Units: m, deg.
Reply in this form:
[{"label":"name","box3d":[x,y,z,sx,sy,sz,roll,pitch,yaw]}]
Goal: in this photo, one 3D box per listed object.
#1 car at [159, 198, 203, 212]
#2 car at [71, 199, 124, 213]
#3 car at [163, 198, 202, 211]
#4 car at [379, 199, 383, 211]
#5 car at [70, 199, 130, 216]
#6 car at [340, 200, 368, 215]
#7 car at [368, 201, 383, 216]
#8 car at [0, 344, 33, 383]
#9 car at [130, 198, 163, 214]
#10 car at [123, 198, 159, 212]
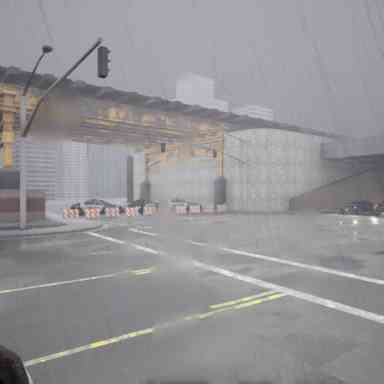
[{"label":"car","box3d":[-1.351,1.453,38.536,4.974,1.542,2.038,0,0,-7]},{"label":"car","box3d":[-9.046,1.295,32.085,4.536,1.218,1.853,0,0,8]},{"label":"car","box3d":[-1.403,1.295,38.530,4.536,1.218,1.853,0,0,-7]},{"label":"car","box3d":[24.838,1.547,40.149,5.357,1.411,2.033,0,0,-37]},{"label":"car","box3d":[-8.995,1.453,32.078,4.974,1.542,2.038,0,0,8]},{"label":"car","box3d":[17.188,1.526,34.377,4.674,1.442,1.812,0,0,-37]},{"label":"car","box3d":[18.967,1.352,31.332,4.553,1.767,2.097,0,0,-37]},{"label":"car","box3d":[-3.331,1.492,1.395,4.902,1.511,2.128,0,0,-35]},{"label":"car","box3d":[-5.255,1.453,34.770,2.038,1.542,4.974,0,0,18]},{"label":"car","box3d":[-5.239,1.295,34.819,1.853,1.218,4.536,0,0,18]}]
